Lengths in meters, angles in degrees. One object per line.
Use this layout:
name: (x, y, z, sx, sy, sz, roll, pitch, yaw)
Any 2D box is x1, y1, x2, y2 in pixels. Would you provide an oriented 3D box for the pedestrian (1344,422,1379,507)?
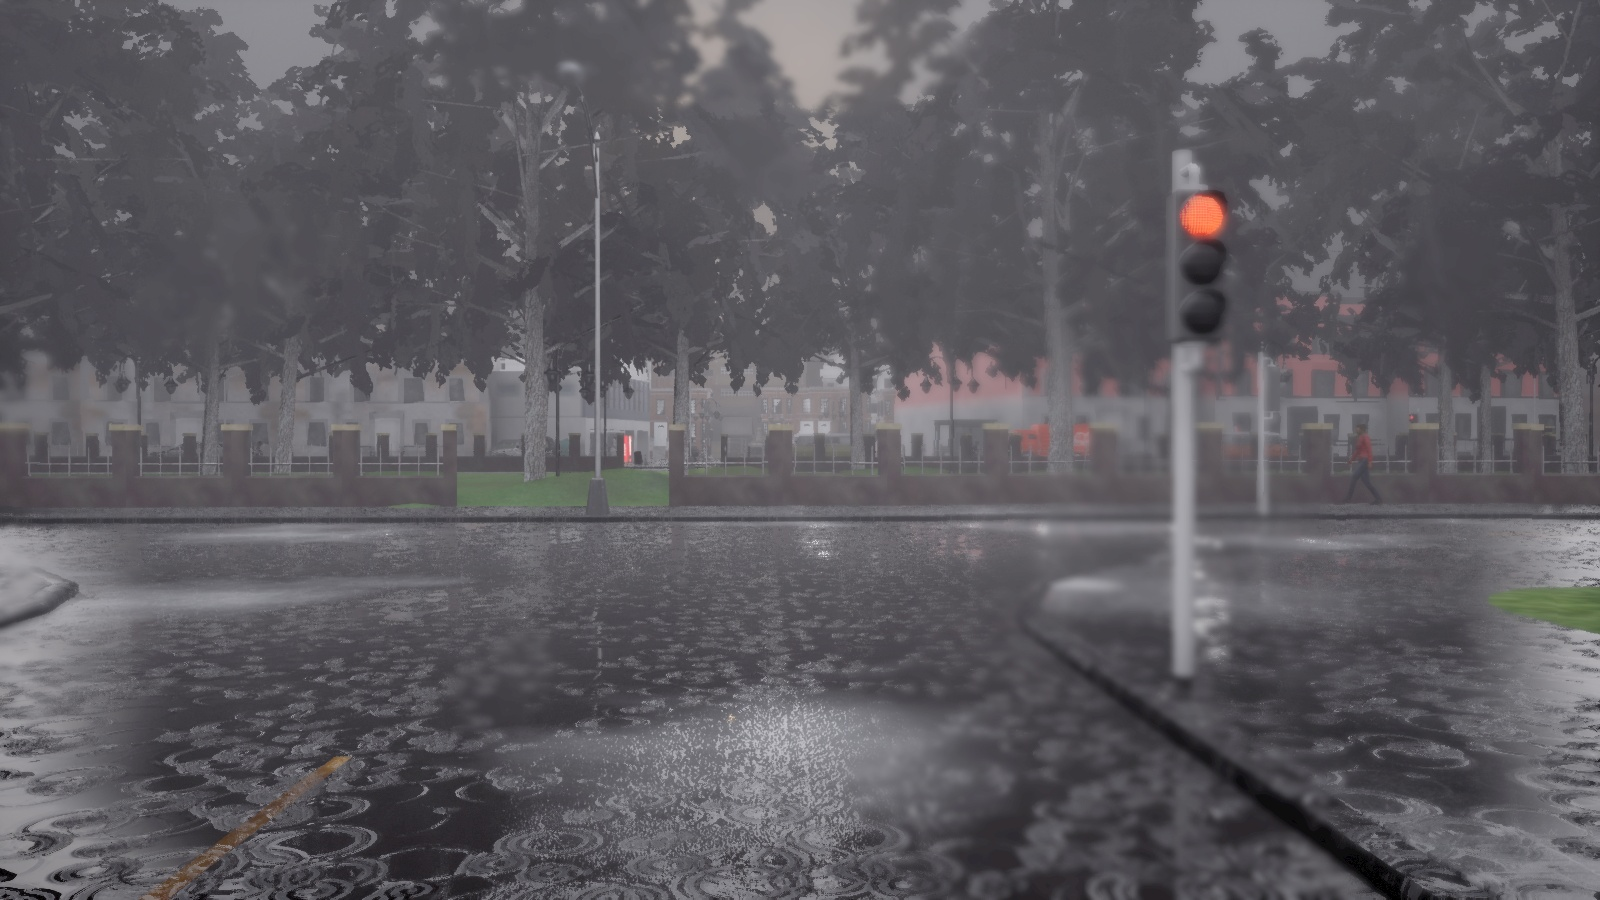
pedestrian: (12.242, 0.311, 27.393, 0.636, 1.846, 0.331, 0, 0, 14)

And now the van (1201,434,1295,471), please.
van: (24.195, 0.135, 67.941, 4.442, 1.987, 1.775, 0, 0, -1)

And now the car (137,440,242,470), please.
car: (-34.025, 0.253, 70.116, 4.856, 1.649, 2.033, 0, 0, -2)

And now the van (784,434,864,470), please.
van: (1.343, 0.098, 71.228, 4.442, 1.987, 1.775, 0, 0, -2)

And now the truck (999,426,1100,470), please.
truck: (14.194, -0.131, 71.622, 5.204, 2.467, 2.627, 0, 0, -2)

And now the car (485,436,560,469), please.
car: (-15.590, 0.131, 70.706, 3.866, 1.878, 1.905, 0, 0, -2)
